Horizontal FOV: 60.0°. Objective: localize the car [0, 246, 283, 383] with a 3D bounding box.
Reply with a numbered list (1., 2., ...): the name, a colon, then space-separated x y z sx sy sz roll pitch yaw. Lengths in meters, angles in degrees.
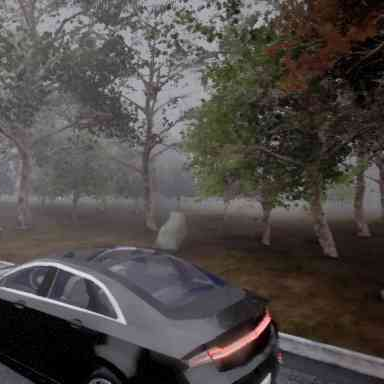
1. car: -1.339 1.476 4.333 4.902 1.511 2.128 0 0 36
